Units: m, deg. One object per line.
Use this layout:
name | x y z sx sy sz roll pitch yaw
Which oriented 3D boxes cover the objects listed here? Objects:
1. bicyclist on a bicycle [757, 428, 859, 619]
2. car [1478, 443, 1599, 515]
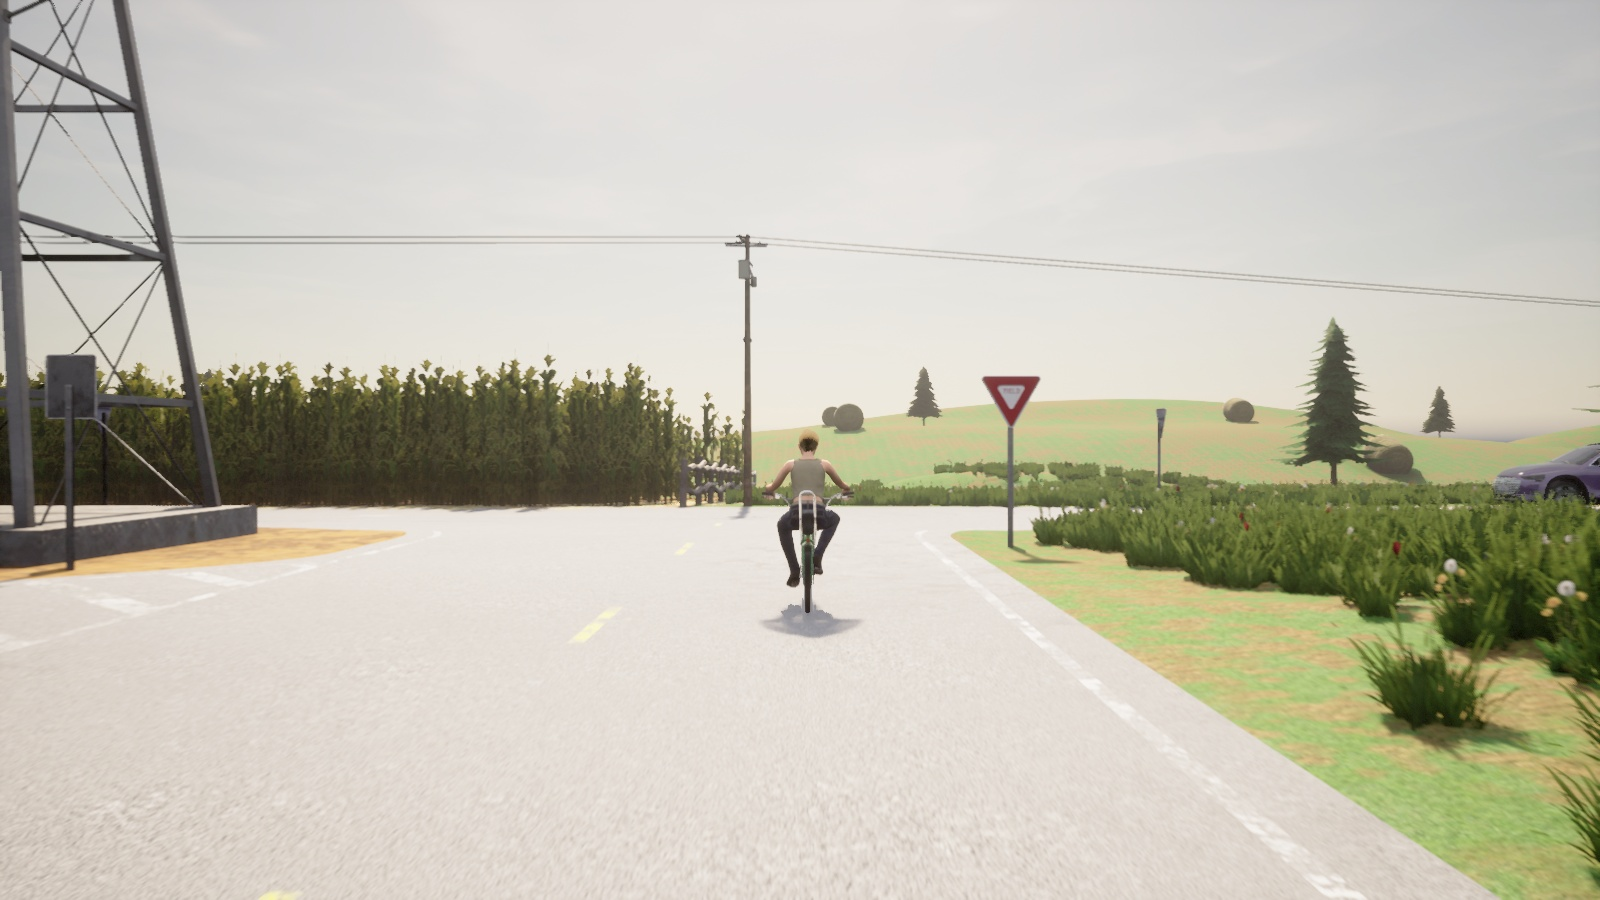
bicyclist on a bicycle | 0.073 0.619 11.391 0.866 1.612 1.509 0 0 1
car | 19.066 0.664 29.816 4.856 1.649 2.033 0 0 0
